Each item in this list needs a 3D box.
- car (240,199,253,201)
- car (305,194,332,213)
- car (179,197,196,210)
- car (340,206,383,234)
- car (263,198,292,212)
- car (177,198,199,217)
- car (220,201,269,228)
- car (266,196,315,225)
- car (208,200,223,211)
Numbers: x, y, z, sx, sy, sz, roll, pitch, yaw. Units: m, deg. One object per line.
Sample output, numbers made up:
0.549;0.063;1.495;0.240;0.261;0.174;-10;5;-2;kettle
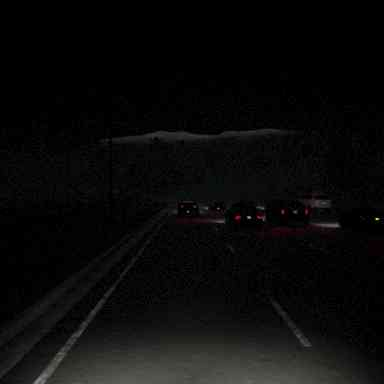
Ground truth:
6.495;1.542;39.921;2.033;1.411;5.357;0;0;-1;car
13.545;1.214;36.982;2.150;2.045;5.566;0;0;-1;car
-0.592;1.486;44.980;2.128;1.511;4.902;0;0;-1;car
10.311;1.523;19.214;1.812;1.442;4.674;0;0;-1;car
10.003;1.486;39.260;2.128;1.511;4.902;0;0;-1;car
-0.366;1.483;30.947;2.128;1.511;4.902;0;-1;-1;car
3.279;1.545;21.872;2.033;1.411;5.357;0;0;-1;car
6.740;1.350;23.959;2.097;1.767;4.553;0;0;-1;car
2.984;1.596;40.529;1.895;1.301;4.718;0;0;-1;car
